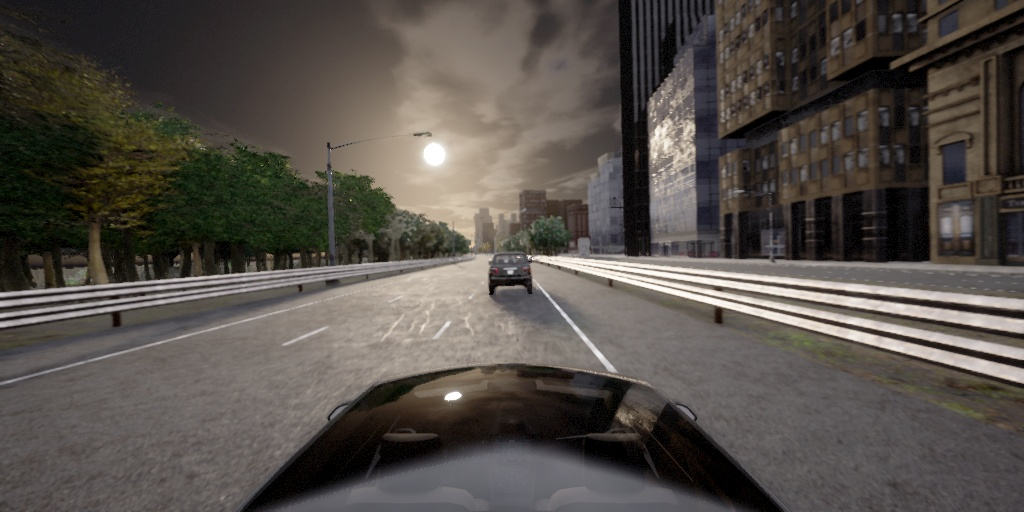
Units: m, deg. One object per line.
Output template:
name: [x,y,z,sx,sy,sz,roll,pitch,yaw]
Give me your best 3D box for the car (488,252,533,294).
car: [-0.087,0.791,19.090,2.150,2.045,5.566,-2,1,0]
